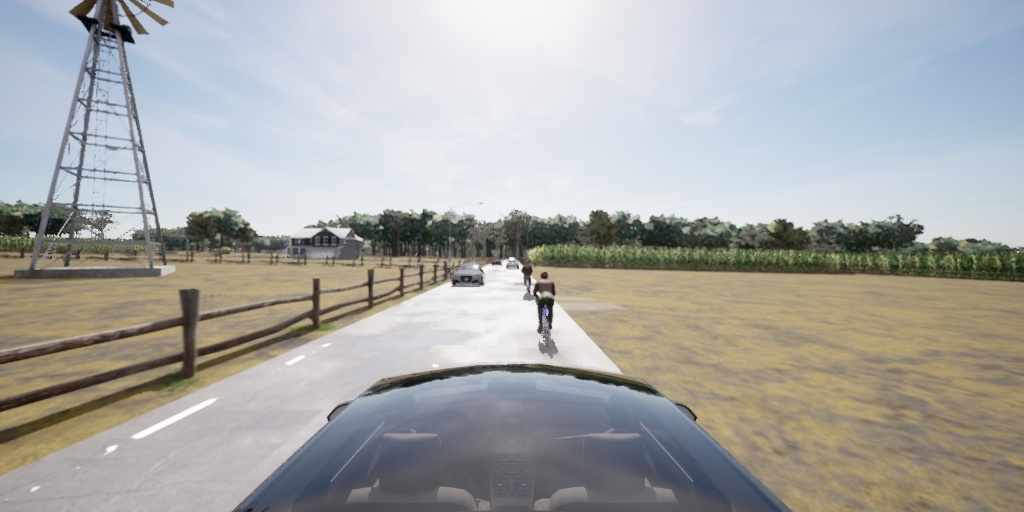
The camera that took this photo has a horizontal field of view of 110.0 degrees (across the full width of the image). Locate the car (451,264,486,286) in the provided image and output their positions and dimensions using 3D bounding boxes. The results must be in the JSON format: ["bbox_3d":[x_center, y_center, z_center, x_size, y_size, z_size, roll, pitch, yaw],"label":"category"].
[{"bbox_3d":[-2.848,1.262,24.283,1.994,1.385,4.181,0,0,0],"label":"car"}]

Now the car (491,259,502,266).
[{"bbox_3d":[-2.783,1.170,64.805,1.895,1.301,4.718,0,0,1],"label":"car"}]

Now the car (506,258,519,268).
[{"bbox_3d":[0.100,1.209,54.709,1.895,1.301,4.718,0,0,0],"label":"car"}]

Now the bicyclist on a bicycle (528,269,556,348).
[{"bbox_3d":[0.758,1.188,8.231,0.582,1.620,1.656,0,0,0],"label":"bicyclist on a bicycle"}]

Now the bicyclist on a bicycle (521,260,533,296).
[{"bbox_3d":[0.757,1.083,17.890,0.659,1.776,1.843,0,0,0],"label":"bicyclist on a bicycle"}]
